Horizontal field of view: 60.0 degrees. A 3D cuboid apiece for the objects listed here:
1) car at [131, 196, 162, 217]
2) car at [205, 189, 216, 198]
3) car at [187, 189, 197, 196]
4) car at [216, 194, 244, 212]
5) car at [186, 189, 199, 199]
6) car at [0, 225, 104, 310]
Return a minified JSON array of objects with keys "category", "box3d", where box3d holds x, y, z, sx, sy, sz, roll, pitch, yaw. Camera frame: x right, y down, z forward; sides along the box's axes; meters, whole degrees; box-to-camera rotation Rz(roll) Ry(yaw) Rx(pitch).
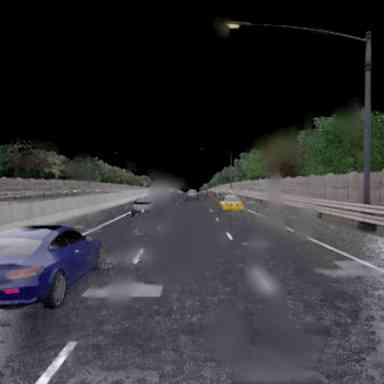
[{"category":"car","box3d":[-3.404,1.065,25.486,2.128,1.511,4.902,0,1,0]},{"category":"car","box3d":[3.493,0.262,61.711,1.882,1.535,5.008,0,0,0]},{"category":"car","box3d":[-0.011,0.105,70.464,1.994,1.385,4.181,0,1,0]},{"category":"car","box3d":[3.499,0.983,30.125,1.801,1.575,5.366,0,2,0]},{"category":"car","box3d":[0.093,0.380,54.723,2.128,1.511,4.902,0,1,0]},{"category":"car","box3d":[-3.401,1.468,7.580,1.812,1.442,4.674,0,1,0]}]
